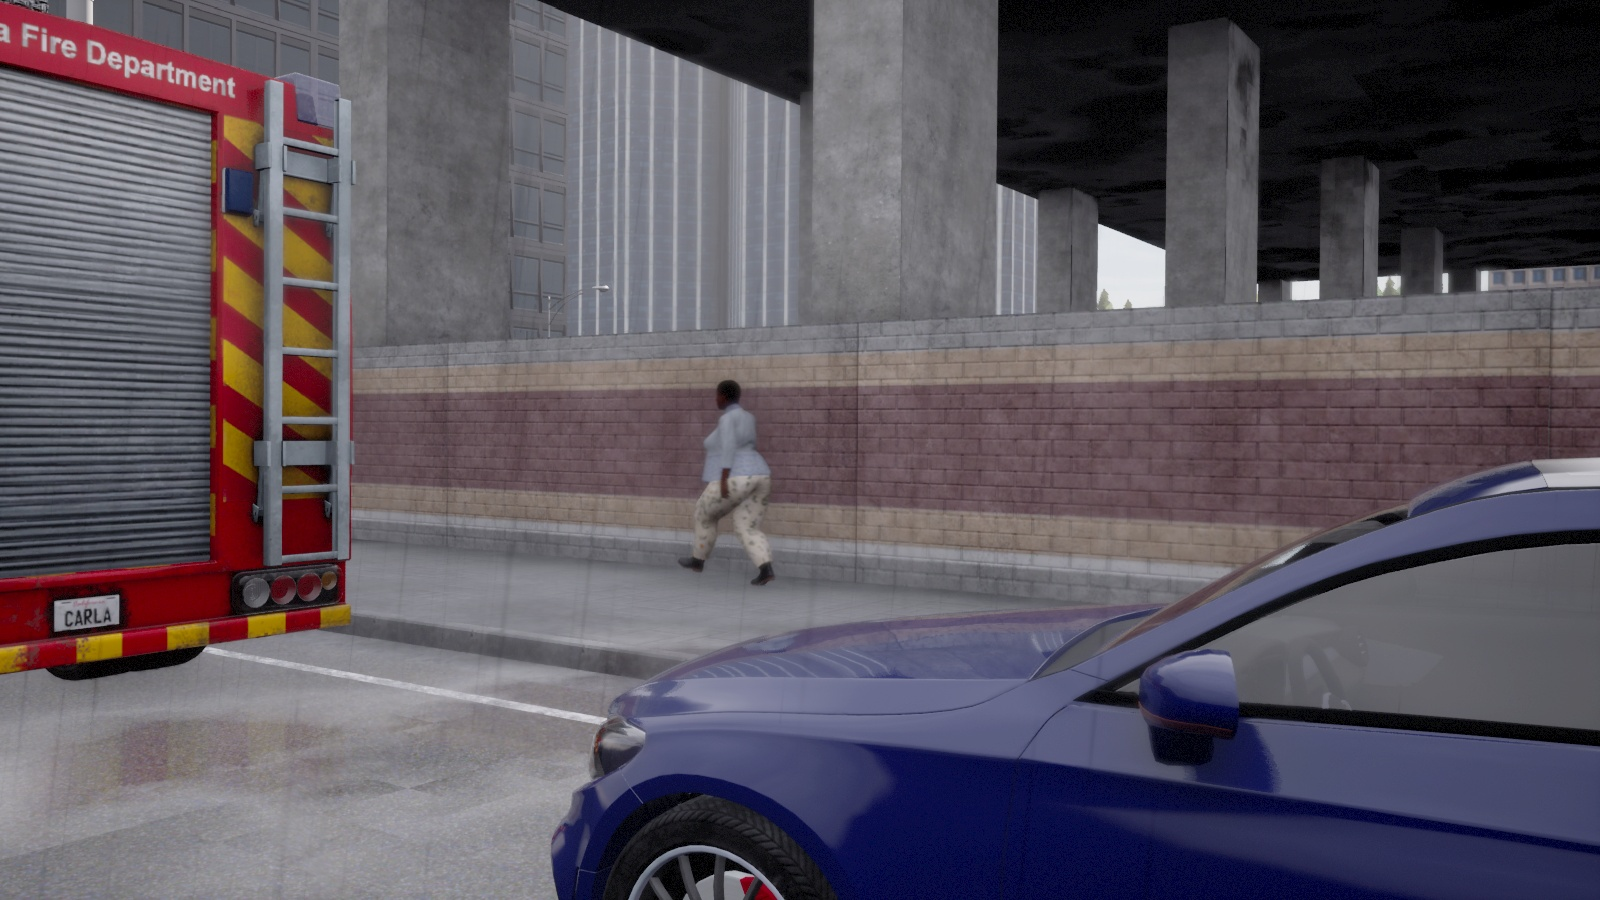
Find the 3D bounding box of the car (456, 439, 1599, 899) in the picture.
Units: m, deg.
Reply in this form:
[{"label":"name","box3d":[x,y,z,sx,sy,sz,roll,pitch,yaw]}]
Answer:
[{"label":"car","box3d":[1.618,0.708,2.546,4.674,1.442,1.812,0,1,33]}]

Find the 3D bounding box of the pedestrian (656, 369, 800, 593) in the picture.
[{"label":"pedestrian","box3d":[-0.629,0.250,11.029,0.900,1.855,0.874,0,1,34]}]

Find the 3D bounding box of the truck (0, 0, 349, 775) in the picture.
[{"label":"truck","box3d":[-6.880,-0.483,8.172,8.468,3.827,2.891,0,1,34]}]
